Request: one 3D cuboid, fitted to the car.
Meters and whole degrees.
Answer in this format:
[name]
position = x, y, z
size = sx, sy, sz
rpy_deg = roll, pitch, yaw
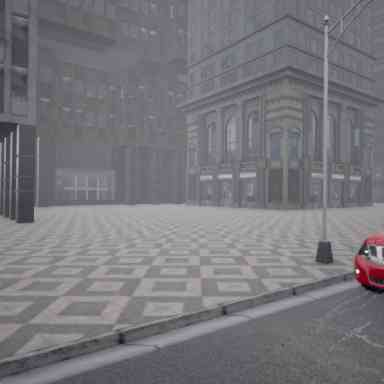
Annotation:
[car]
position = 6.076, 1.228, 7.701
size = 5.566, 2.045, 2.150
rpy_deg = 0, 0, -35
